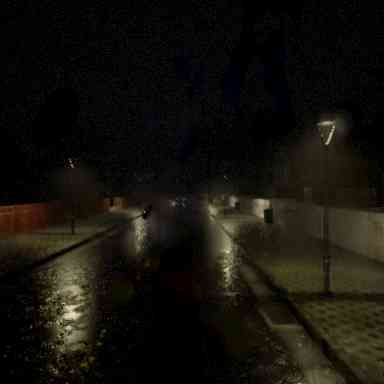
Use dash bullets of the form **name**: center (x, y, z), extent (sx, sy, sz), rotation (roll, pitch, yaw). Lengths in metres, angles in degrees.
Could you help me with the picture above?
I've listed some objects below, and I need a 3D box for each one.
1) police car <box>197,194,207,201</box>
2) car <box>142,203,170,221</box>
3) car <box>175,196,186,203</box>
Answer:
- **police car**: center (2.213, 1.375, 84.115), extent (1.930, 1.638, 5.238), rotation (0, 0, 4)
- **car**: center (-2.858, 1.569, 27.188), extent (1.895, 1.301, 4.718), rotation (0, 0, 0)
- **car**: center (-2.307, 1.476, 68.161), extent (1.812, 1.442, 4.674), rotation (0, 0, 3)
